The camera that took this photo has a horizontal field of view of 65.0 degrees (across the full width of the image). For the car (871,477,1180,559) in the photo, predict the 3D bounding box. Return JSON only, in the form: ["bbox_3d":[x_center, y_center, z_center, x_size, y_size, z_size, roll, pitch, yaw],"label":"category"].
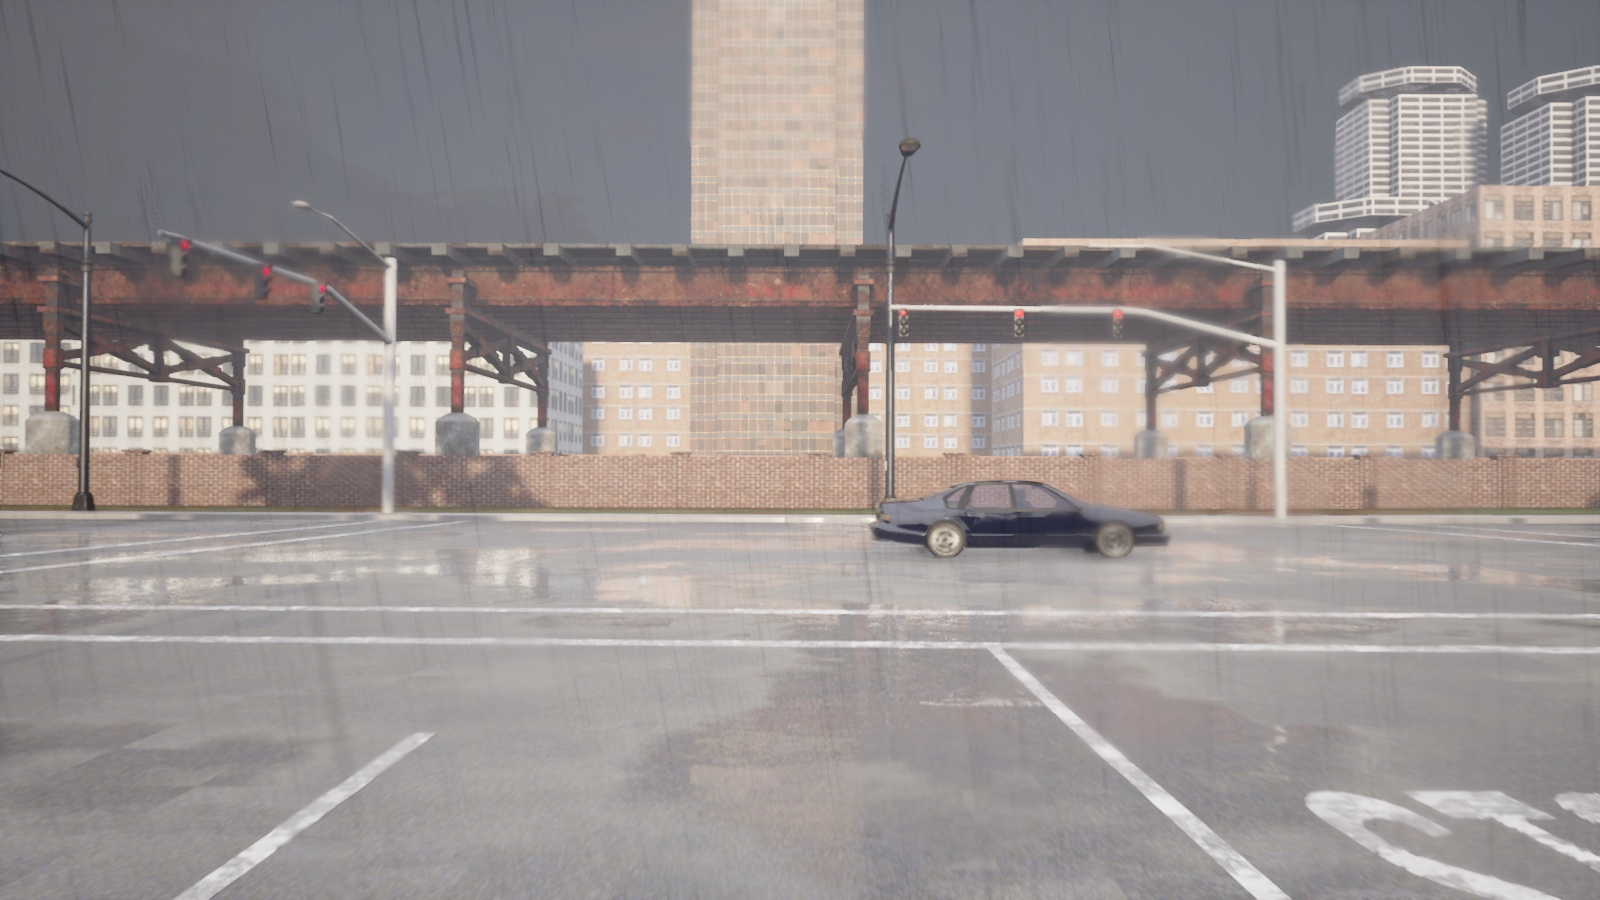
[{"bbox_3d":[4.031,1.219,23.187,5.357,1.411,2.033,0,-1,1],"label":"car"}]
